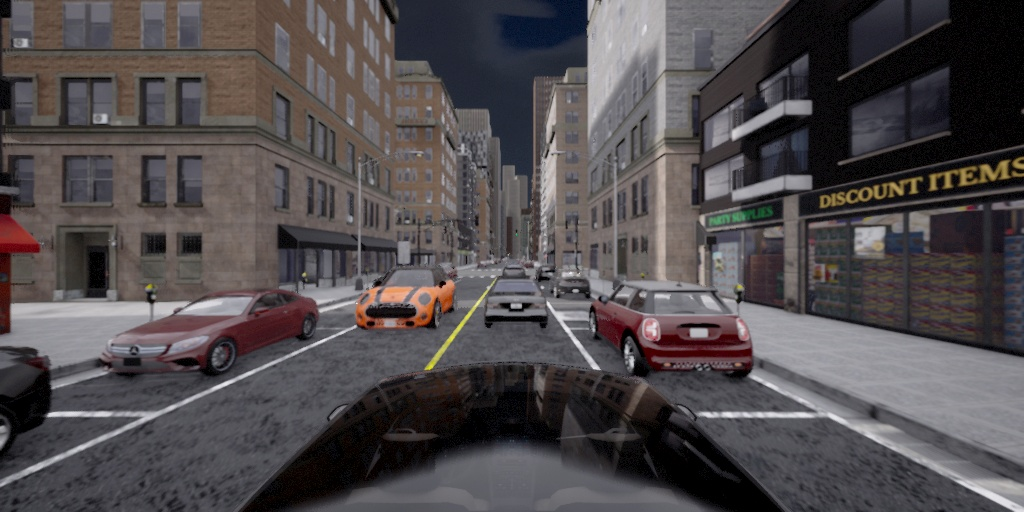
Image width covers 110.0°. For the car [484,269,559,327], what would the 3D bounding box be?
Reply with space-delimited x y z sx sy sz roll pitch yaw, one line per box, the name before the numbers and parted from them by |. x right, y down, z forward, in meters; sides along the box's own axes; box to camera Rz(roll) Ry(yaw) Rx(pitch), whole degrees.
car | 0.117 1.329 11.665 2.033 1.411 5.357 0 0 0

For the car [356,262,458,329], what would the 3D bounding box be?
car | -3.080 1.132 11.320 2.097 1.767 4.553 0 0 0

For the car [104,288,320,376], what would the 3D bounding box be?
car | -5.659 1.350 7.440 1.802 1.307 4.207 0 0 0

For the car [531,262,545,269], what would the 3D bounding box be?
car | 2.906 1.406 29.429 1.948 1.339 4.313 0 0 0

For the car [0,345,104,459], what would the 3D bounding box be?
car | -5.669 1.316 1.939 1.948 1.339 4.313 0 0 0

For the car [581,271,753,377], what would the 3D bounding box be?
car | 2.866 1.208 7.424 1.967 1.591 4.097 0 0 0

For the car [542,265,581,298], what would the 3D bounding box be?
car | 2.886 1.354 18.427 2.007 1.370 4.403 0 0 0

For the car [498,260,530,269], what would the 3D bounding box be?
car | 0.151 1.335 30.447 2.128 1.511 4.902 0 0 0
